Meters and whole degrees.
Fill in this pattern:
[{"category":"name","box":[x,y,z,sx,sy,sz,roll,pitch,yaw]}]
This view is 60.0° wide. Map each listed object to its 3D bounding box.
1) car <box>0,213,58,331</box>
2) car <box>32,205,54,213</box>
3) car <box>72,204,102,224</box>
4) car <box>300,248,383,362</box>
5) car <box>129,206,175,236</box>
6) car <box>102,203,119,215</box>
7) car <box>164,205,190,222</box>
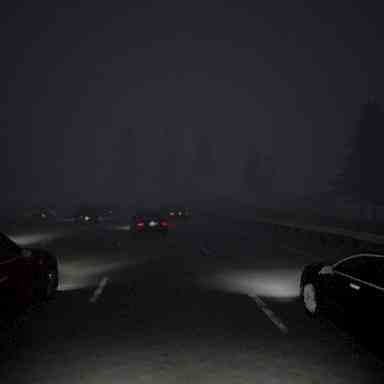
[{"category":"car","box":[-3.926,1.418,5.585,2.097,1.767,4.553,0,-1,-4]},{"category":"car","box":[-14.974,1.957,33.387,1.895,1.301,4.718,0,-1,-25]},{"category":"car","box":[-8.880,1.788,27.817,1.837,1.490,4.892,0,-1,-20]},{"category":"car","box":[3.151,1.536,4.667,1.837,1.490,4.892,0,-1,-4]},{"category":"car","box":[-2.655,1.735,19.660,2.033,1.411,5.357,0,-1,-14]},{"category":"car","box":[-10.095,1.989,39.041,1.895,1.301,4.718,0,-1,-27]},{"category":"car","box":[-1.820,1.815,29.036,2.033,1.411,5.357,0,-1,-20]}]
